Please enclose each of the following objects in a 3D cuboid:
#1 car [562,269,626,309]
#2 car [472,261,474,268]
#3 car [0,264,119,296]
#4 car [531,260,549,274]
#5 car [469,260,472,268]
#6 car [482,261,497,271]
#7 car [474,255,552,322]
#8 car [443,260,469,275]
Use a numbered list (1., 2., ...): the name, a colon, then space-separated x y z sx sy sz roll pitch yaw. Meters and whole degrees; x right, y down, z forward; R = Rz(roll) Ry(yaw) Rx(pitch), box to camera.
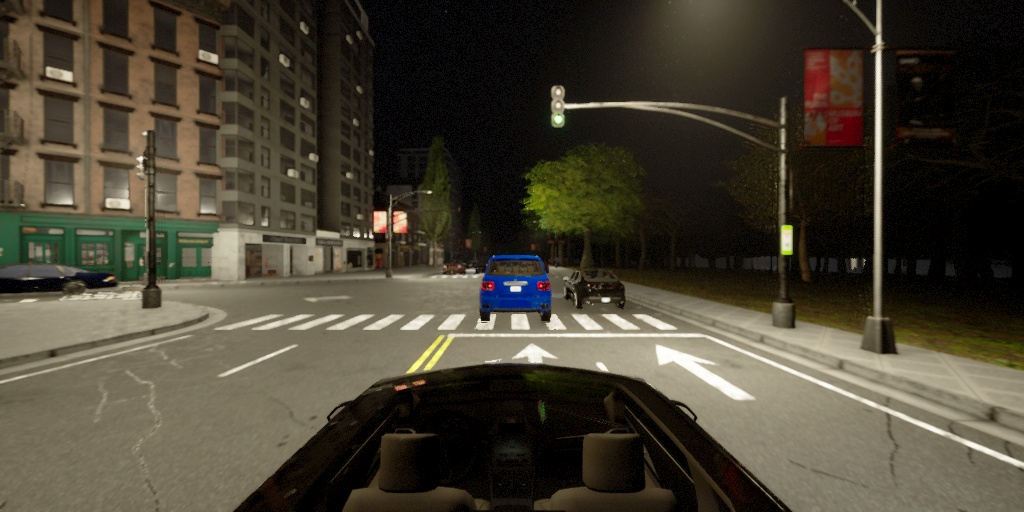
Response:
1. car: 3.350 1.292 15.213 1.837 1.490 4.892 0 0 0
2. car: -3.331 1.358 43.126 1.837 1.490 4.892 0 0 0
3. car: -20.792 1.033 15.355 2.033 1.411 5.357 0 -1 41
4. car: 3.351 1.333 43.989 1.882 1.535 5.008 0 0 0
5. car: -6.535 1.396 59.036 2.128 1.511 4.902 0 0 1
6. car: -3.321 1.447 53.507 1.994 1.385 4.181 0 0 0
7. car: 0.102 1.000 12.515 2.150 2.045 5.566 0 0 0
8. car: -6.585 1.201 41.490 2.097 1.767 4.553 0 0 0
